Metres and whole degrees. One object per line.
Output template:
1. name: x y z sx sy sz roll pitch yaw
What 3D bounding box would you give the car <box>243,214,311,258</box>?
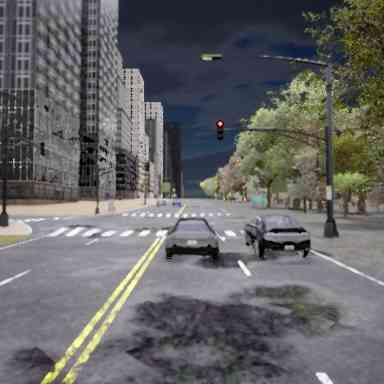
1. car: 3.260 1.641 13.510 2.128 1.511 4.902 -1 0 0

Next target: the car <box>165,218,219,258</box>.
1. car: -0.003 1.719 13.420 1.994 1.385 4.181 0 -1 0

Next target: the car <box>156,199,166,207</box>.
1. car: -6.512 2.334 71.000 2.128 1.511 4.902 0 -1 0

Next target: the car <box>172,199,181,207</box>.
1. car: -3.261 2.287 71.001 1.882 1.535 5.008 0 -1 0
